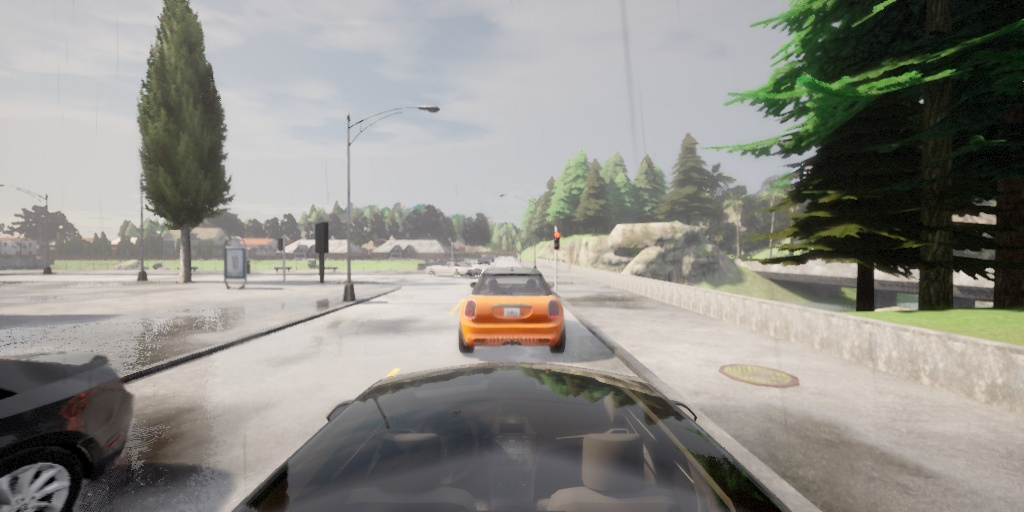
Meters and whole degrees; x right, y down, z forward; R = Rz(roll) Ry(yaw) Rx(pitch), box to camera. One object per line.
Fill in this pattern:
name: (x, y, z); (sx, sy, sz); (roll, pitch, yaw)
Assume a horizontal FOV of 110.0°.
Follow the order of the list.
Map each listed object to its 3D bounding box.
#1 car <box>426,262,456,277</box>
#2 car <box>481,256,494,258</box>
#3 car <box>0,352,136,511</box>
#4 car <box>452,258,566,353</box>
car: (-4.972, 1.139, 29.942); (4.718, 1.301, 1.895); (0, 0, 33)
car: (-4.576, 0.815, 60.197); (1.837, 1.490, 4.892); (0, 1, 0)
car: (-4.084, 1.261, 0.931); (1.837, 1.490, 4.892); (0, 0, 0)
car: (-0.001, 1.049, 8.814); (2.097, 1.767, 4.553); (0, 0, 0)
